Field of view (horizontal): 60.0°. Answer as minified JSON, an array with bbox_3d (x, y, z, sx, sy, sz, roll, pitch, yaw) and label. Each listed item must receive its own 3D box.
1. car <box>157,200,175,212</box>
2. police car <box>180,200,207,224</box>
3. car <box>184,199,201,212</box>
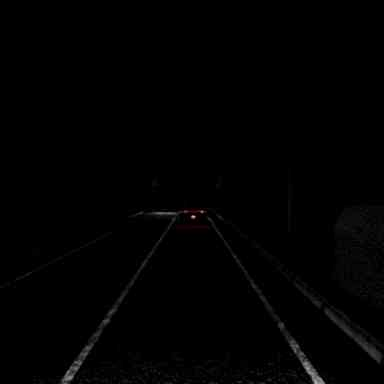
[{"bbox_3d":[-3.099,1.680,40.491,2.033,1.411,5.357,0,0,0],"label":"car"},{"bbox_3d":[0.095,1.557,25.145,2.038,1.542,4.974,0,0,0],"label":"police car"},{"bbox_3d":[0.092,1.691,42.837,2.033,1.411,5.357,0,0,0],"label":"car"}]
